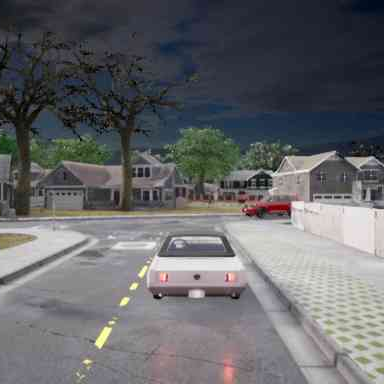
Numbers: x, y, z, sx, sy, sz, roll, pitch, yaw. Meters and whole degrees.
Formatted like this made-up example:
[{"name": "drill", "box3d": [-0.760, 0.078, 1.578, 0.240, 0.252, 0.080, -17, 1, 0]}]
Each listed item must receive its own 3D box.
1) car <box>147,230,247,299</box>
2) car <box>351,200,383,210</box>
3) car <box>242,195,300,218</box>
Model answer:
[{"name": "car", "box3d": [0.097, 1.599, 8.375, 1.895, 1.301, 4.718, 0, 0, 0]}, {"name": "car", "box3d": [16.957, 1.586, 33.589, 4.892, 1.490, 1.837, 0, 0, -18]}, {"name": "car", "box3d": [7.326, 1.262, 30.351, 5.566, 2.045, 2.150, 0, 0, -20]}]
